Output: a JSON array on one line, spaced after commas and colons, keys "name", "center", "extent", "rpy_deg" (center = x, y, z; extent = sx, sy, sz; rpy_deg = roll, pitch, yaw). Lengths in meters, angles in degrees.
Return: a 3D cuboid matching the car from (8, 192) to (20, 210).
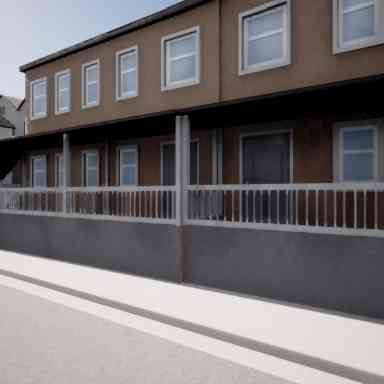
[{"name": "car", "center": [-15.132, 0.850, 28.667], "extent": [2.033, 1.411, 5.357], "rpy_deg": [0, 16, 34]}]
